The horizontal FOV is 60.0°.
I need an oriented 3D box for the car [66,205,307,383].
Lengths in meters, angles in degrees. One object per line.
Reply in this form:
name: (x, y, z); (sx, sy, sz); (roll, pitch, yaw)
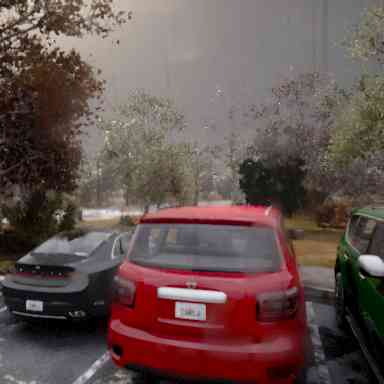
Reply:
car: (0.687, 1.232, 5.666); (2.435, 2.045, 5.566); (0, -1, 15)

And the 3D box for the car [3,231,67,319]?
car: (-1.751, 1.473, 7.348); (2.231, 1.521, 4.892); (0, -1, 15)

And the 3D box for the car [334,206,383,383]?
car: (3.102, 1.242, 3.883); (2.435, 2.045, 5.566); (1, 0, 15)
